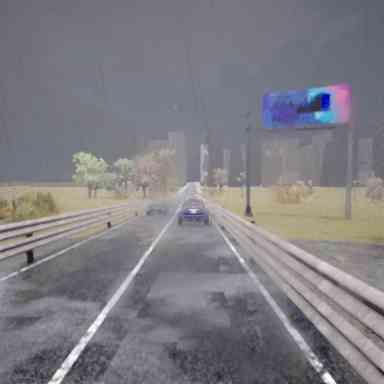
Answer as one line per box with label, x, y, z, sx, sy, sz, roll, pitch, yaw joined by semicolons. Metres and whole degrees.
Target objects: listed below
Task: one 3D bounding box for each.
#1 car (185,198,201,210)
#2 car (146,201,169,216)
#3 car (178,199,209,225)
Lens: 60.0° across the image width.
car;0.117;1.552;42.511;1.994;1.385;4.181;0;0;0
car;-3.250;1.539;32.526;2.033;1.411;5.357;0;0;0
car;0.110;1.345;24.242;2.097;1.767;4.553;0;0;0
